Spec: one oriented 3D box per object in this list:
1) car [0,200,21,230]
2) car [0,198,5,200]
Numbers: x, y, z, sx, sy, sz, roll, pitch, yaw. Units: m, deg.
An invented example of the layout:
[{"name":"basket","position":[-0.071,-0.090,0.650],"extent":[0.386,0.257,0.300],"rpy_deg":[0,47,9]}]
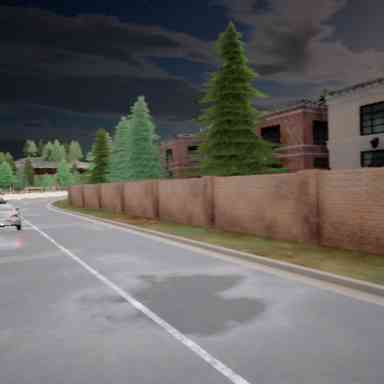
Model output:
[{"name":"car","position":[-10.993,1.411,19.141],"extent":[1.812,1.442,4.674],"rpy_deg":[-3,2,-32]},{"name":"car","position":[-20.078,1.325,34.234],"extent":[1.837,1.490,4.892],"rpy_deg":[-3,2,-29]}]
